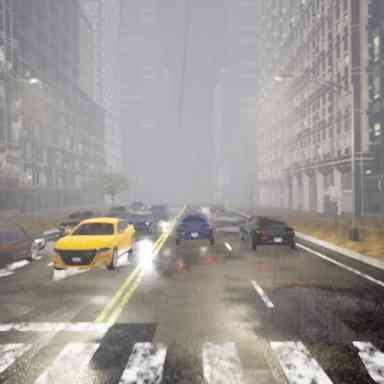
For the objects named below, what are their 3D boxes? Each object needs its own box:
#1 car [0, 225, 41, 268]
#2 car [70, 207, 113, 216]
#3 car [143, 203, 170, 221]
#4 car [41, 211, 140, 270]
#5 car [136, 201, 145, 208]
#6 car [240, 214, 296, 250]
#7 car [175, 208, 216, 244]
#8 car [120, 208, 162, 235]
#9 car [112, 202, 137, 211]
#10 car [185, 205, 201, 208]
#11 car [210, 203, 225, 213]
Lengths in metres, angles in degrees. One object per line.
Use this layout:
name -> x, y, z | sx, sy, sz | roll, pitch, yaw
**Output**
car -> -6.588, 1.793, 10.727 | 2.033, 1.411, 5.357 | -1, -1, 0
car -> -6.554, 1.864, 20.465 | 1.837, 1.490, 4.892 | -1, -1, 0
car -> -3.205, 1.937, 32.021 | 1.882, 1.535, 5.008 | -1, -1, 0
car -> -3.332, 1.709, 12.116 | 1.882, 1.535, 5.008 | -1, -1, 0
car -> -6.443, 1.930, 39.744 | 2.097, 1.767, 4.553 | -1, -1, 0
car -> 3.368, 1.731, 15.298 | 1.812, 1.442, 4.674 | -1, -1, 0
car -> 0.121, 1.784, 17.269 | 1.812, 1.442, 4.674 | -1, -1, 0
car -> -3.299, 1.941, 21.492 | 1.895, 1.301, 4.718 | -1, -1, 0
car -> -6.482, 1.970, 29.818 | 1.837, 1.490, 4.892 | -1, -1, 1
car -> 0.159, 2.101, 38.318 | 1.895, 1.301, 4.718 | -1, -1, 0
car -> 3.328, 2.138, 44.282 | 1.895, 1.301, 4.718 | -1, -1, 0
